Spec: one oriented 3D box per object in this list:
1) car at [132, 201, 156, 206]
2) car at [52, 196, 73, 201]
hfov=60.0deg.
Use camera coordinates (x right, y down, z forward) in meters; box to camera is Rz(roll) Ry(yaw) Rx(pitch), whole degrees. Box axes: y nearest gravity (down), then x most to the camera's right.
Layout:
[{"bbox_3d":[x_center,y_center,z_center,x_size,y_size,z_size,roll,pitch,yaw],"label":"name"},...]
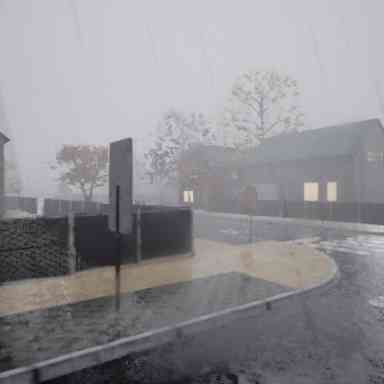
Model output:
[{"bbox_3d":[-3.828,1.371,25.663,1.994,1.385,4.181,0,0,-37],"label":"car"},{"bbox_3d":[-16.765,1.206,42.761,2.128,1.511,4.902,0,0,-37],"label":"car"}]
